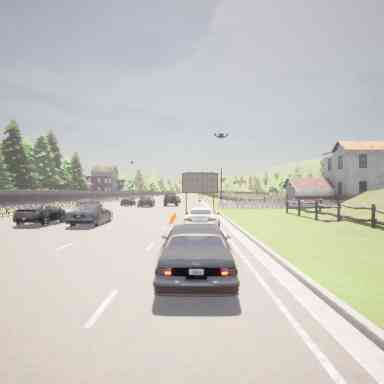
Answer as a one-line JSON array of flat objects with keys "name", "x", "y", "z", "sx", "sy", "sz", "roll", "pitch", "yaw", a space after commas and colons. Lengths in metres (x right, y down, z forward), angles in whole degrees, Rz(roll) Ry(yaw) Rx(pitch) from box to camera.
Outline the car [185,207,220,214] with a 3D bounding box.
[{"name": "car", "x": 0.571, "y": 1.538, "z": 18.426, "sx": 1.812, "sy": 1.442, "sz": 4.674, "roll": 0, "pitch": -1, "yaw": 5}]

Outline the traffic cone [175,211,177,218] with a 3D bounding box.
[{"name": "traffic cone", "x": -1.459, "y": 1.955, "z": 25.116, "sx": 0.340, "sy": 0.580, "sz": 0.340, "roll": 0, "pitch": 0, "yaw": 0}]

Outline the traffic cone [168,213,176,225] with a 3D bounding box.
[{"name": "traffic cone", "x": -1.461, "y": 1.955, "z": 23.116, "sx": 0.340, "sy": 0.580, "sz": 0.340, "roll": 0, "pitch": 0, "yaw": 0}]

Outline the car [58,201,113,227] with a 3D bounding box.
[{"name": "car", "x": -6.874, "y": 1.547, "z": 22.691, "sx": 2.033, "sy": 1.411, "sz": 5.357, "roll": 0, "pitch": 0, "yaw": 0}]

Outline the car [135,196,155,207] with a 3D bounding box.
[{"name": "car", "x": -6.841, "y": 1.351, "z": 50.678, "sx": 2.097, "sy": 1.767, "sz": 4.553, "roll": 0, "pitch": 0, "yaw": 0}]

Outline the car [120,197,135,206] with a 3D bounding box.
[{"name": "car", "x": -10.339, "y": 1.526, "z": 53.906, "sx": 1.812, "sy": 1.442, "sz": 4.674, "roll": 0, "pitch": 0, "yaw": 0}]

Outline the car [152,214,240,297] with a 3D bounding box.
[{"name": "car", "x": 0.107, "y": 1.547, "z": 8.760, "sx": 2.033, "sy": 1.411, "sz": 5.357, "roll": 0, "pitch": 0, "yaw": 1}]

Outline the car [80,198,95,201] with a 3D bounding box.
[{"name": "car", "x": -13.831, "y": 1.547, "z": 44.349, "sx": 2.033, "sy": 1.411, "sz": 5.357, "roll": 0, "pitch": 0, "yaw": -1}]

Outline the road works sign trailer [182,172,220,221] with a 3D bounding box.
[{"name": "road works sign trailer", "x": 0.512, "y": 0.464, "z": 22.040, "sx": 2.380, "sy": 3.560, "sz": 2.880, "roll": 0, "pitch": 0, "yaw": -4}]

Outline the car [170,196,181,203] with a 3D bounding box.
[{"name": "car", "x": -3.322, "y": 1.564, "z": 68.511, "sx": 1.994, "sy": 1.385, "sz": 4.181, "roll": 0, "pitch": 0, "yaw": 0}]

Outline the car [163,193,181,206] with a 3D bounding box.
[{"name": "car", "x": -3.339, "y": 1.221, "z": 53.296, "sx": 2.150, "sy": 2.045, "sz": 5.566, "roll": 0, "pitch": 0, "yaw": 0}]

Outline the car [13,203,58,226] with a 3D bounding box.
[{"name": "car", "x": -10.374, "y": 1.490, "z": 23.030, "sx": 2.128, "sy": 1.511, "sz": 4.902, "roll": 0, "pitch": 0, "yaw": 0}]
